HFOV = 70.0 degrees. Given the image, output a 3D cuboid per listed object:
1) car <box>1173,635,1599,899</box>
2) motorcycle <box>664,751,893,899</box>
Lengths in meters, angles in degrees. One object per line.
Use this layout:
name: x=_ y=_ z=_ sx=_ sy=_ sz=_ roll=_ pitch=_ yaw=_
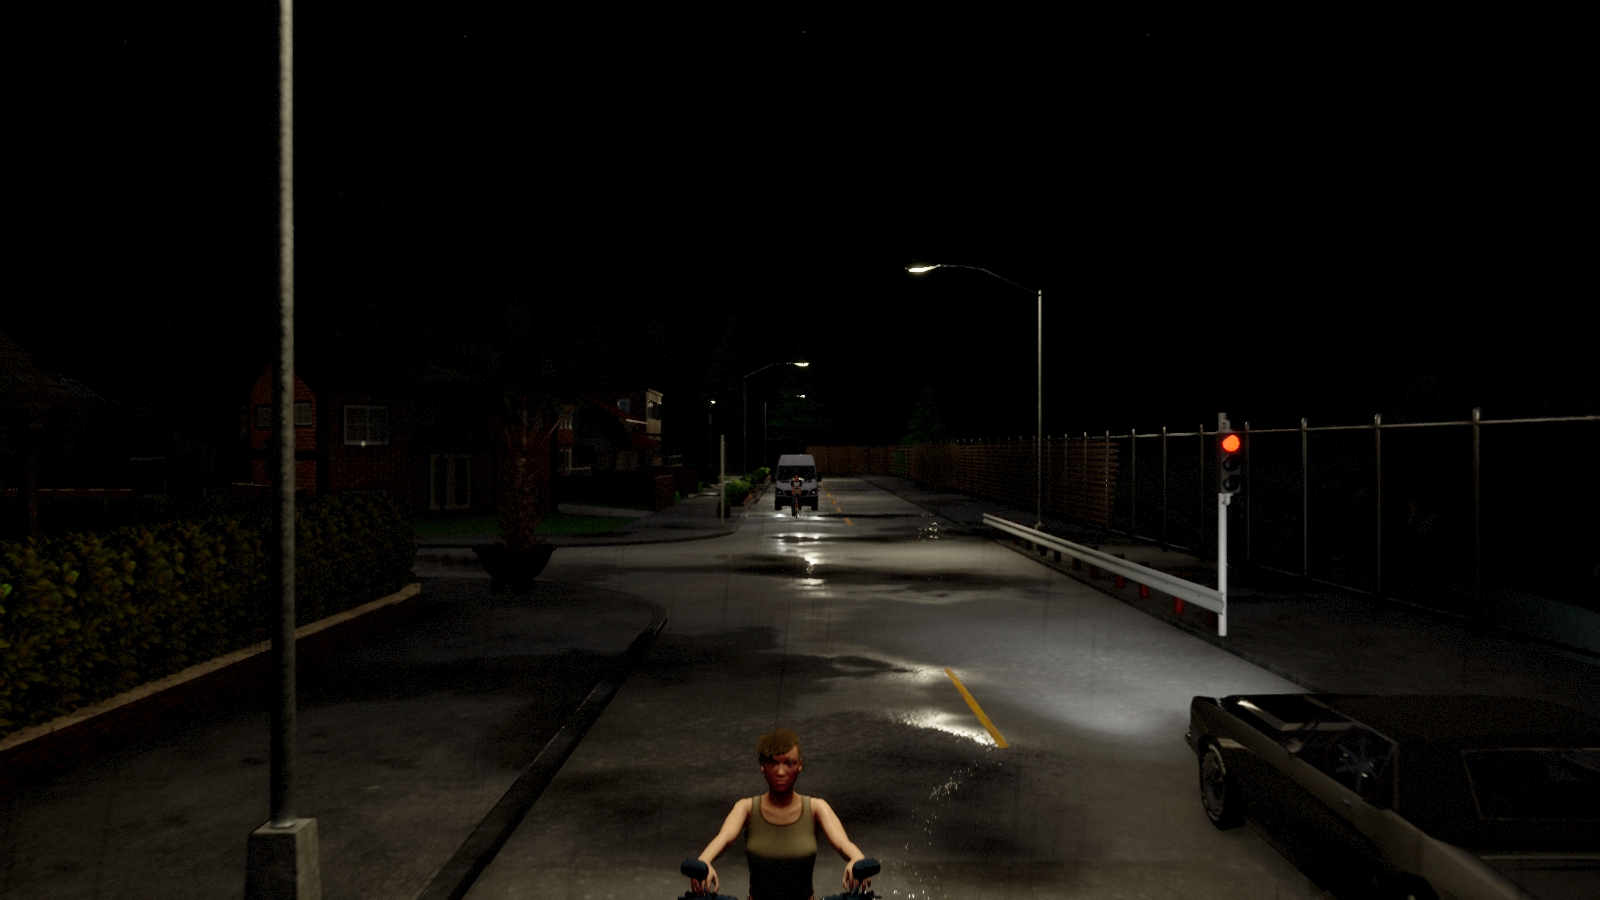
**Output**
car: x=3.965 y=2.149 z=6.880 sx=1.895 sy=1.301 sz=4.718 roll=0 pitch=0 yaw=0
motorcycle: x=-0.078 y=2.150 z=4.484 sx=0.764 sy=1.307 sz=2.356 roll=0 pitch=0 yaw=-1
